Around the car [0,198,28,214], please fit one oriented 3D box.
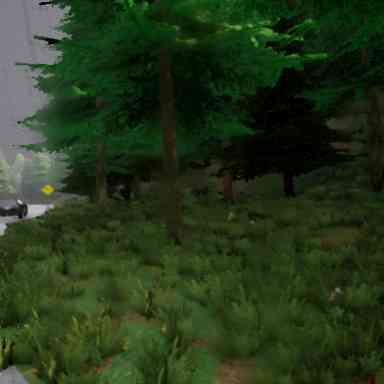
[{"bbox_3d":[-15.791,1.366,29.171,2.097,1.767,4.553,-2,1,-20],"label":"car"}]
